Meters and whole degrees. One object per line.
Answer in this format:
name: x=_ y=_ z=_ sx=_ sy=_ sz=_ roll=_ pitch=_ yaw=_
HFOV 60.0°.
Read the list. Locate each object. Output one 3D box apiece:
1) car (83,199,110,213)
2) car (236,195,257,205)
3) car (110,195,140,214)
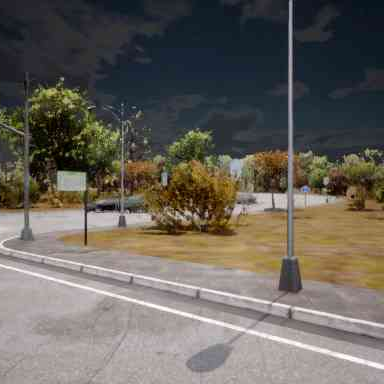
car: x=-9.547 y=1.475 z=36.738 sx=1.882 sy=1.535 sz=5.008 roll=0 pitch=0 yaw=39
car: x=8.937 y=1.262 z=54.149 sx=1.837 sy=1.490 sz=4.892 roll=0 pitch=1 yaw=38
car: x=-5.674 y=1.216 z=35.974 sx=2.150 sy=2.045 sz=5.566 roll=0 pitch=0 yaw=39
